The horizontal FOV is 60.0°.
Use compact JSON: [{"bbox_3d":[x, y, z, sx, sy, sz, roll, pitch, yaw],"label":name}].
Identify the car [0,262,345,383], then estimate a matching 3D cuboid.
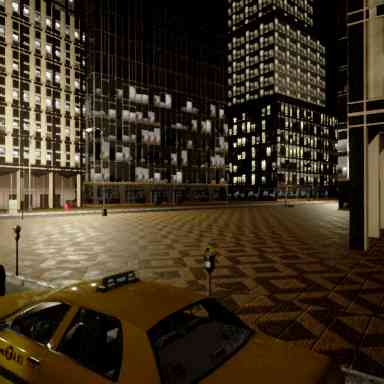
[{"bbox_3d":[-0.964,1.525,3.562,4.829,1.417,1.752,0,0,35],"label":"car"}]
